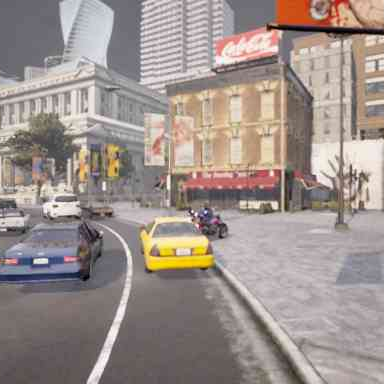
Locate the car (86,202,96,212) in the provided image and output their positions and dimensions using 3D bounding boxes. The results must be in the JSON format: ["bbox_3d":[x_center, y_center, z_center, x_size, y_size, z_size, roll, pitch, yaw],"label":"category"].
[{"bbox_3d":[-11.959,1.478,33.769,2.002,1.452,4.674,0,0,-40],"label":"car"}]

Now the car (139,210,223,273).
[{"bbox_3d":[-0.700,1.447,10.713,1.801,1.575,5.366,0,0,-11],"label":"car"}]

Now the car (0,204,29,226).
[{"bbox_3d":[-10.087,1.573,18.359,1.895,1.301,4.718,0,0,-24],"label":"car"}]

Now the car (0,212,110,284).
[{"bbox_3d":[-3.702,1.535,9.645,2.033,1.411,5.357,0,0,-10],"label":"car"}]

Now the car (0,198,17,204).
[{"bbox_3d":[-22.596,1.444,39.650,4.892,1.490,1.837,0,0,39],"label":"car"}]

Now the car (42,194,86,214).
[{"bbox_3d":[-10.355,1.186,26.198,2.150,2.045,5.566,0,0,-32],"label":"car"}]
